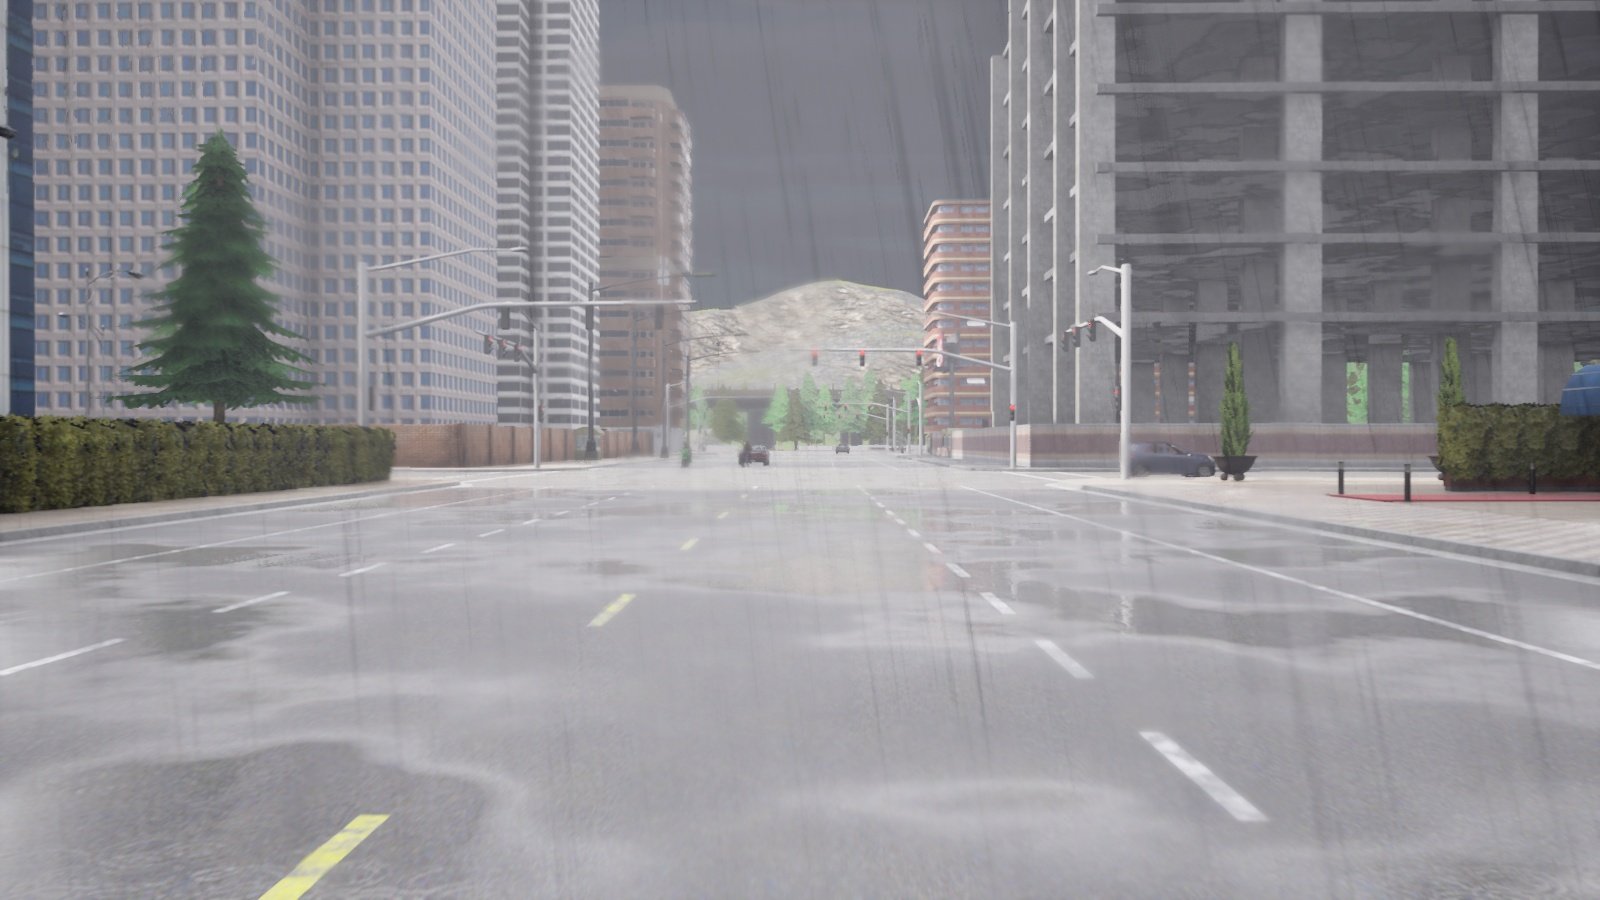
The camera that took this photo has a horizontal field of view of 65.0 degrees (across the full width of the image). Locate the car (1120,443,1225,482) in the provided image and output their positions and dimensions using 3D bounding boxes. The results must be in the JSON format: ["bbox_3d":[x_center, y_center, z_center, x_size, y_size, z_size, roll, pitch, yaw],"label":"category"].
[{"bbox_3d":[14.899,0.489,50.346,3.633,1.501,1.845,0,0,-2],"label":"car"}]

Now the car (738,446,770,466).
[{"bbox_3d":[-3.048,0.373,83.665,1.895,1.301,4.718,0,0,1],"label":"car"}]
